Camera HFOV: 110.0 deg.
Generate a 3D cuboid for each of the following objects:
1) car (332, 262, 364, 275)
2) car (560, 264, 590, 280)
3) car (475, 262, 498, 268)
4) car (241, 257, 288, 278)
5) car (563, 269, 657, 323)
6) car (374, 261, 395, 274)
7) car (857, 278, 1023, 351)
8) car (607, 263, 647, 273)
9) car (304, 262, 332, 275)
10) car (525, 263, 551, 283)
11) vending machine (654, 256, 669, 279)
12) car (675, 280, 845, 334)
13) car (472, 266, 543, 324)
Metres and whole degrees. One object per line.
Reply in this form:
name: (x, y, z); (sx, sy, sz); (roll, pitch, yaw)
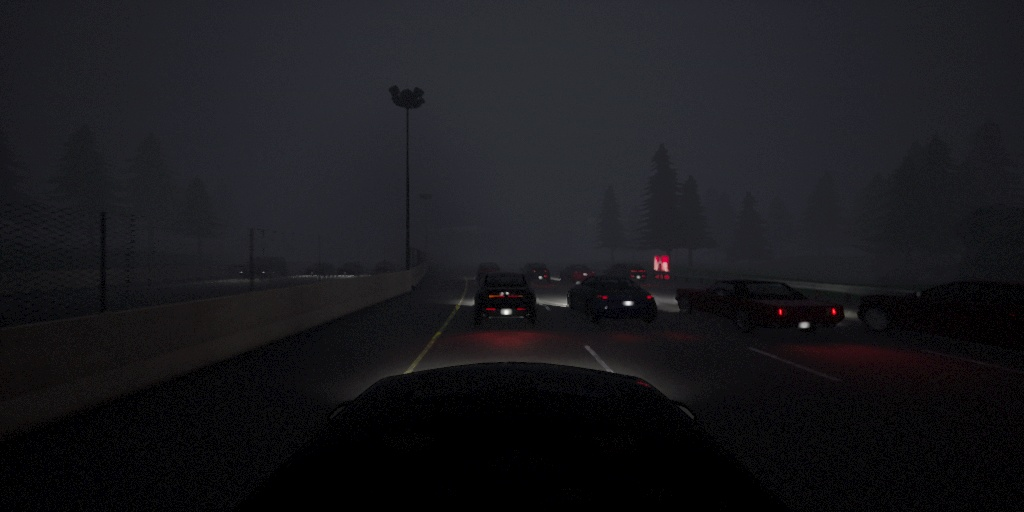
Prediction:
car: (-18.148, 1.396, 40.569); (2.033, 1.411, 5.357); (0, 0, -10)
car: (5.196, 1.344, 28.789); (1.994, 1.385, 4.181); (0, 0, -7)
car: (-1.990, 1.275, 29.723); (1.882, 1.535, 5.008); (0, 0, -8)
car: (-24.403, 1.078, 35.614); (2.150, 2.045, 5.566); (0, 0, -10)
car: (3.224, 1.323, 12.237); (1.994, 1.385, 4.181); (0, 0, -3)
car: (-15.143, 1.324, 42.825); (1.882, 1.535, 5.008); (0, 0, -12)
car: (10.418, 1.214, 7.727); (1.882, 1.535, 5.008); (0, 0, -1)
car: (8.806, 1.276, 28.205); (1.837, 1.490, 4.892); (0, 0, -7)
car: (-21.759, 1.404, 40.842); (2.033, 1.411, 5.357); (0, 0, -10)
car: (1.744, 1.292, 28.238); (1.837, 1.490, 4.892); (0, 0, -7)
vending machine: (13.339, 0.963, 31.951); (1.100, 2.100, 0.880); (0, 0, -8)
car: (6.820, 1.350, 10.700); (1.895, 1.301, 4.718); (0, 0, -3)
car: (-0.270, 1.272, 12.174); (1.837, 1.490, 4.892); (0, 0, -3)
